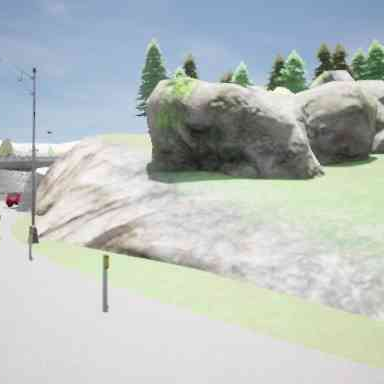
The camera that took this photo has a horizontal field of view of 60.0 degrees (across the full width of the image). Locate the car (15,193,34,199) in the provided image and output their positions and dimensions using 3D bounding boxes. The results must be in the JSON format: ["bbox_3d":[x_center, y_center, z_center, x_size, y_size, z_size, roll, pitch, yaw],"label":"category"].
[{"bbox_3d":[-41.867,0.993,83.414,2.128,1.511,4.902,1,0,1],"label":"car"}]

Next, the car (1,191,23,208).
[{"bbox_3d":[-21.628,0.949,42.876,2.150,2.045,5.566,0,0,-1],"label":"car"}]
